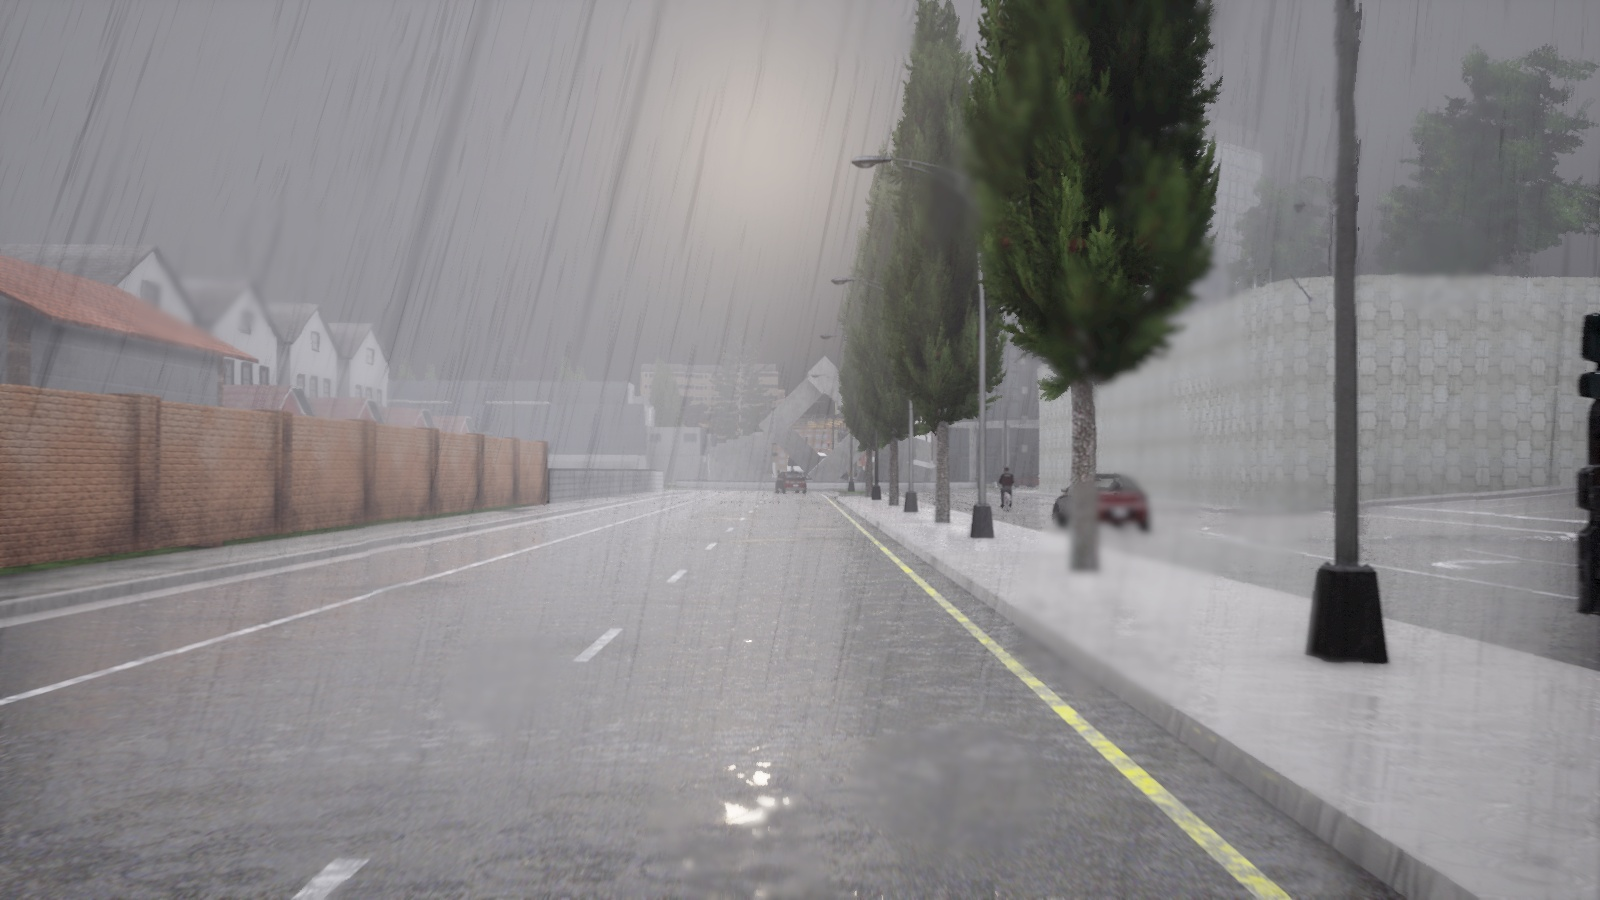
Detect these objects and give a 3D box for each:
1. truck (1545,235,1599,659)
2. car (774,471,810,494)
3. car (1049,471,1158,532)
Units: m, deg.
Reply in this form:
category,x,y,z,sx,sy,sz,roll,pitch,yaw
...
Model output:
category,x,y,z,sx,sy,sz,roll,pitch,yaw
truck,7.979,-0.082,6.992,2.891,3.462,7.936,0,-1,0
car,-0.580,2.248,86.793,1.789,1.549,3.705,0,-1,-11
car,7.913,1.325,33.151,1.816,1.474,4.193,-1,-1,0
